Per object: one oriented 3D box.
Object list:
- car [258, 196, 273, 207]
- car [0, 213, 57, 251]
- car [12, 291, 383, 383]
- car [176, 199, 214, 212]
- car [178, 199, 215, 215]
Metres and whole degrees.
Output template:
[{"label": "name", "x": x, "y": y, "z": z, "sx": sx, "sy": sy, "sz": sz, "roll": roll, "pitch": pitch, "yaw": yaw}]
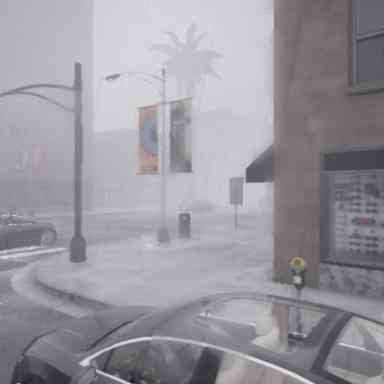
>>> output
[{"label": "car", "x": 12.041, "y": 1.468, "z": 51.644, "sx": 2.097, "sy": 1.767, "sz": 4.553, "roll": 0, "pitch": 0, "yaw": 35}, {"label": "car", "x": -7.089, "y": 1.506, "z": 12.269, "sx": 2.128, "sy": 1.511, "sz": 4.902, "roll": -1, "pitch": 0, "yaw": 16}, {"label": "car", "x": 0.271, "y": 1.551, "z": 2.652, "sx": 4.403, "sy": 1.369, "sz": 2.008, "roll": 0, "pitch": 0, "yaw": 35}, {"label": "car", "x": 0.483, "y": 1.601, "z": 41.033, "sx": 2.033, "sy": 1.411, "sz": 5.357, "roll": 0, "pitch": 0, "yaw": 35}, {"label": "car", "x": 0.606, "y": 1.540, "z": 35.564, "sx": 2.128, "sy": 1.511, "sz": 4.902, "roll": 0, "pitch": 0, "yaw": 35}]
